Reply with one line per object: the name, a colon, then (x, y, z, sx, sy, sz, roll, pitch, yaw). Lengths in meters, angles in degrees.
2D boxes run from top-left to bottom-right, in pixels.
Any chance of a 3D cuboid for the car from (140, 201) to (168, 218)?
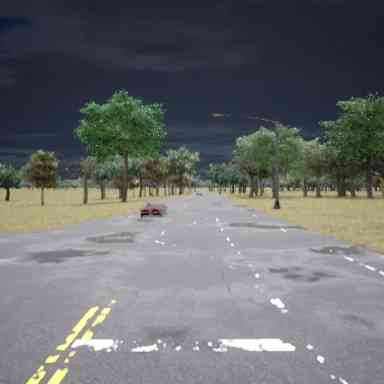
car: (-3.241, 1.461, 28.736, 1.895, 1.301, 4.718, 0, 1, 2)
